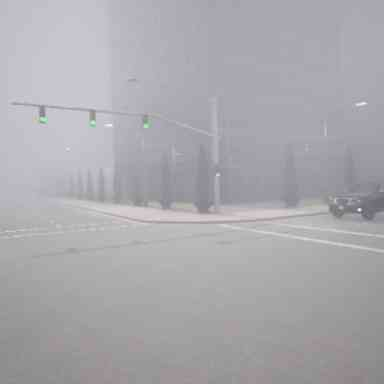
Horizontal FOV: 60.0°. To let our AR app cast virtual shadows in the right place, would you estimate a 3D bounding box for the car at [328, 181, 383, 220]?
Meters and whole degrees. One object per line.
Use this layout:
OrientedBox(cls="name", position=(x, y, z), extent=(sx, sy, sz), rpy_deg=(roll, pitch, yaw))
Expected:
OrientedBox(cls="car", position=(10.431, 0.387, 19.362), extent=(5.566, 2.045, 2.150), rpy_deg=(-3, 2, -30))
